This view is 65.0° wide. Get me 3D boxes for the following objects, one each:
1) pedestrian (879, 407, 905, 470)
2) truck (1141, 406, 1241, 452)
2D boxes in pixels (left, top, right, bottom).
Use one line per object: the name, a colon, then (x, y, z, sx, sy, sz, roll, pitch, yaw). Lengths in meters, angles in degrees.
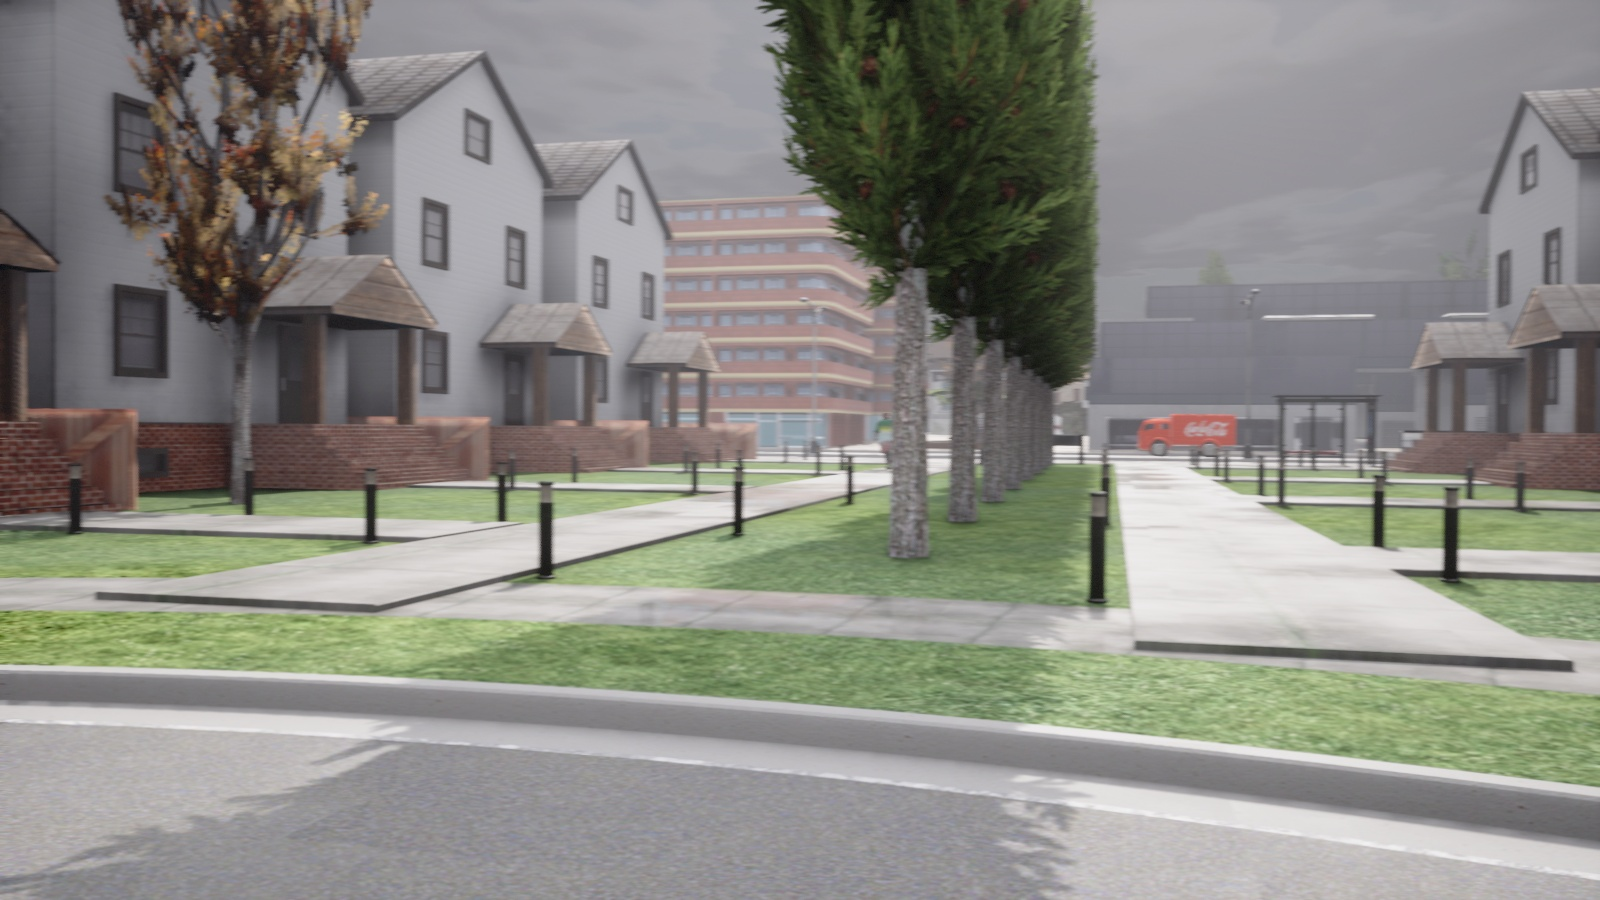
pedestrian: (2.892, -0.356, 39.354, 0.659, 1.952, 0.873, 0, 1, 15)
truck: (21.929, -1.181, 70.666, 5.204, 2.467, 2.627, 0, 1, 14)
